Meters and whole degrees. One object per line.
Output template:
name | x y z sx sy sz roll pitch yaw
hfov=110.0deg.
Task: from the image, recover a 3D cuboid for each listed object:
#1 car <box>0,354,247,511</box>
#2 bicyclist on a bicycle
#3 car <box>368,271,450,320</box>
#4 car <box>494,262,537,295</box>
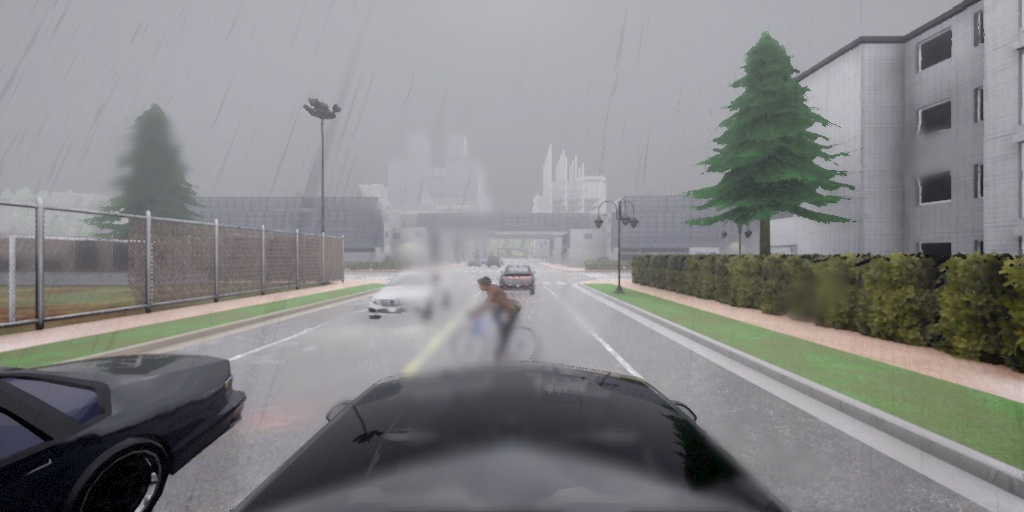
car | -3.618 1.297 1.192 2.033 1.411 5.357 0 0 1
bicyclist on a bicycle | -0.314 1.207 6.602 1.656 1.620 0.582 -2 0 1
car | -3.436 1.285 12.784 1.812 1.442 4.674 0 0 1
car | 0.332 1.256 19.849 2.128 1.511 4.902 0 0 1
